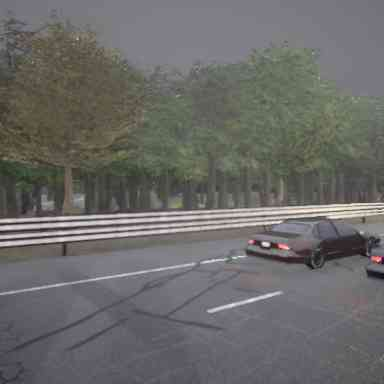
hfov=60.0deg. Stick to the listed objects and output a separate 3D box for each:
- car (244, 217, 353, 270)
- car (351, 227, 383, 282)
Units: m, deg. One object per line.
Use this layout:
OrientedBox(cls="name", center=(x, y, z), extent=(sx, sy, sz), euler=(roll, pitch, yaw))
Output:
OrientedBox(cls="car", center=(4.165, 1.543, 11.011), extent=(5.357, 1.411, 2.033), euler=(0, 0, -35))
OrientedBox(cls="car", center=(6.471, 1.543, 8.359), extent=(5.357, 1.411, 2.033), euler=(0, 0, -36))
